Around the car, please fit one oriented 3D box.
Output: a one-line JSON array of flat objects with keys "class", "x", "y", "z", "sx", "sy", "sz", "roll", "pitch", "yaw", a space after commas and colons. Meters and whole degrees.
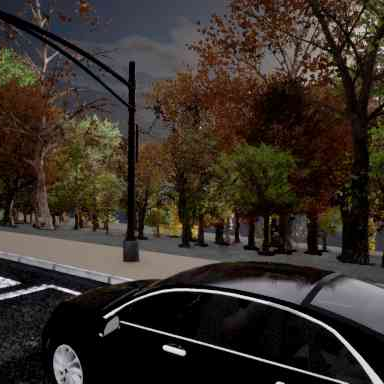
[{"class": "car", "x": 0.398, "y": 1.505, "z": 3.391, "sx": 4.892, "sy": 1.490, "sz": 1.837, "roll": 0, "pitch": 0, "yaw": 36}]
